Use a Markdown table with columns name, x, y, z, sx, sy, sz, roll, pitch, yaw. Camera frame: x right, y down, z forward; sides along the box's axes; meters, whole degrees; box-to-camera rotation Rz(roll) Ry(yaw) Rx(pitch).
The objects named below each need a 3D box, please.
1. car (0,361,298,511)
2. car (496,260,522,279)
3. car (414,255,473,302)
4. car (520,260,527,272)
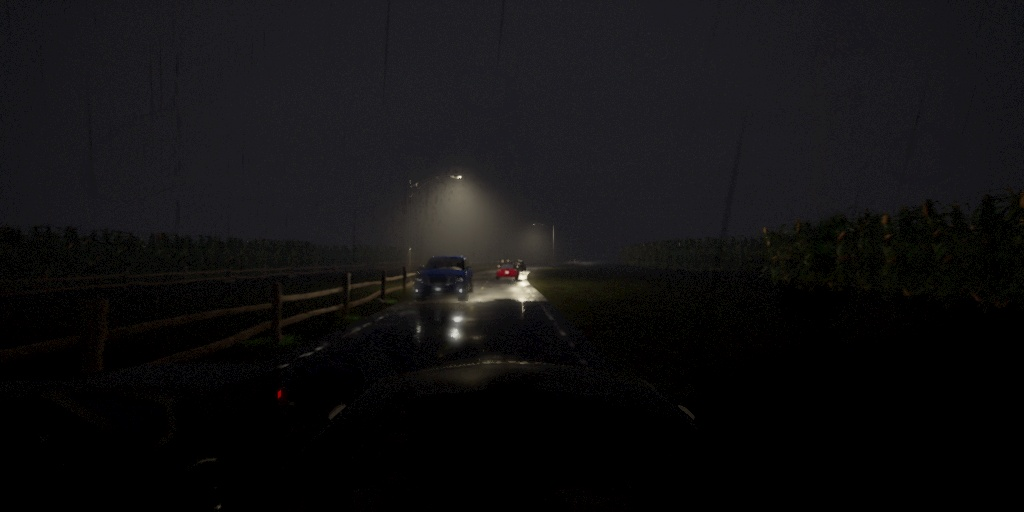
| name | x | y | z | sx | sy | sz | roll | pitch | yaw |
| --- | --- | --- | --- | --- | --- | --- | --- | --- | --- |
| car | -2.895 | 1.289 | 0.917 | 2.033 | 1.411 | 5.357 | 0 | 0 | 0 |
| car | -0.367 | 1.362 | 32.667 | 1.994 | 1.385 | 4.181 | 0 | 0 | 2 |
| car | -3.098 | 0.986 | 17.401 | 2.150 | 2.045 | 5.566 | 0 | 0 | -2 |
| car | 0.822 | 1.309 | 47.680 | 2.128 | 1.511 | 4.902 | 0 | 0 | 8 |
